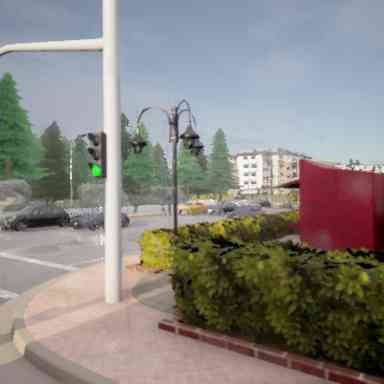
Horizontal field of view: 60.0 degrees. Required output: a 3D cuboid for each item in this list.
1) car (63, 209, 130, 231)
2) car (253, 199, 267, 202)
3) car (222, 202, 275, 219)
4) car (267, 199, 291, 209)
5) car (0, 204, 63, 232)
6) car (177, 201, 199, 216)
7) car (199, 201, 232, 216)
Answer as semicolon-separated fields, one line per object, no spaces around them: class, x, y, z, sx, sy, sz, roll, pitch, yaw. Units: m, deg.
car;-6.312;1.854;22.979;1.994;1.385;4.181;-1;-1;36
car;10.725;1.862;52.275;2.128;1.511;4.902;-1;-1;36
car;4.484;1.763;25.776;1.994;1.385;4.181;-1;-1;36
car;13.558;1.815;50.221;1.812;1.442;4.674;-1;-1;36
car;-10.785;1.687;22.781;2.097;1.767;4.553;-1;-1;36
car;0.010;1.810;37.657;1.882;1.535;5.008;-1;0;36
car;3.262;1.779;36.177;2.128;1.511;4.902;-1;0;36
